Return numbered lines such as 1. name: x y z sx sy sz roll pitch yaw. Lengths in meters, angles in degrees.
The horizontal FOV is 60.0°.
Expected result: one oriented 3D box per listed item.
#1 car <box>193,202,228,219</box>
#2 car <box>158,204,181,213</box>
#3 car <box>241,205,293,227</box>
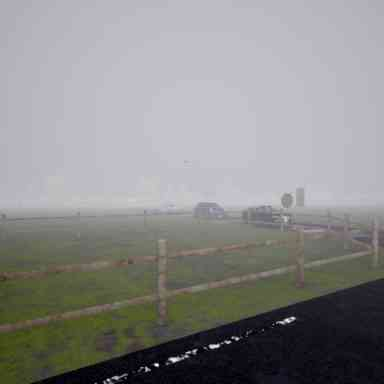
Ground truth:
1. car: 1.864 1.835 34.558 2.097 1.767 4.553 1 -1 -23
2. car: -3.119 2.320 46.083 1.895 1.301 4.718 1 -1 -23
3. car: 5.686 1.792 25.718 2.128 1.511 4.902 1 -1 -23
